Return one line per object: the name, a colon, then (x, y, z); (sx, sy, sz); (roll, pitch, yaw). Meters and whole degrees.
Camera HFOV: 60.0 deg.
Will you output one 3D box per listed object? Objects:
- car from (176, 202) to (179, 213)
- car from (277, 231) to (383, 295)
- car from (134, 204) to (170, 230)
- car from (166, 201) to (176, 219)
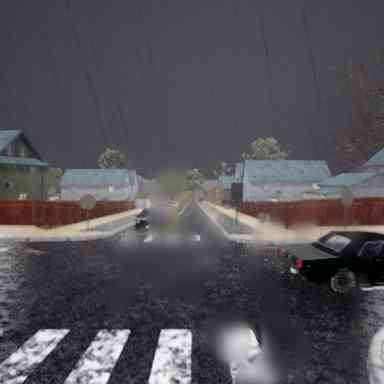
car: (-2.888, 2.067, 47.107); (1.882, 1.535, 5.008); (0, -1, 0)
car: (4.805, 1.721, 8.688); (4.718, 1.301, 1.895); (0, 3, -3)
car: (-2.832, 1.827, 23.483); (2.033, 1.411, 5.357); (0, -1, -2)
car: (-2.890, 1.937, 33.859); (1.812, 1.442, 4.674); (0, -1, 0)
